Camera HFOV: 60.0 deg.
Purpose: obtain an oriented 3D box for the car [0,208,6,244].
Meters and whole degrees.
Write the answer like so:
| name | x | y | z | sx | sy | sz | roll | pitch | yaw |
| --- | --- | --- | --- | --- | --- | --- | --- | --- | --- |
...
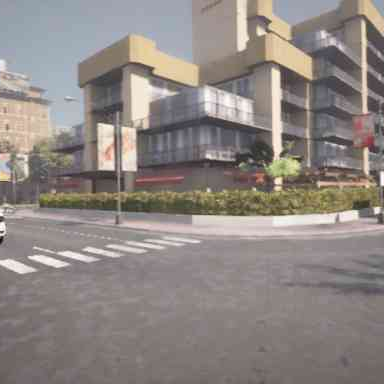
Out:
| name | x | y | z | sx | sy | sz | roll | pitch | yaw |
| --- | --- | --- | --- | --- | --- | --- | --- | --- | --- |
| car | -10.631 | 1.385 | 15.631 | 5.566 | 2.045 | 2.150 | -1 | 0 | 44 |
